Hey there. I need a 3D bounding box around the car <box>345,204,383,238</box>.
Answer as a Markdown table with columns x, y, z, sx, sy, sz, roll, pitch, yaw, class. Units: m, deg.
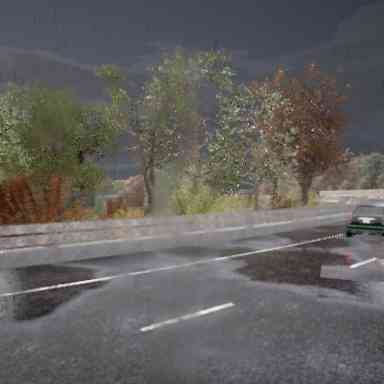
| x | y | z | sx | sy | sz | roll | pitch | yaw | class |
| --- | --- | --- | --- | --- | --- | --- | --- | --- | --- |
| 9.664 | 1.393 | 17.082 | 2.097 | 1.767 | 4.553 | 0 | 0 | 45 | car |
